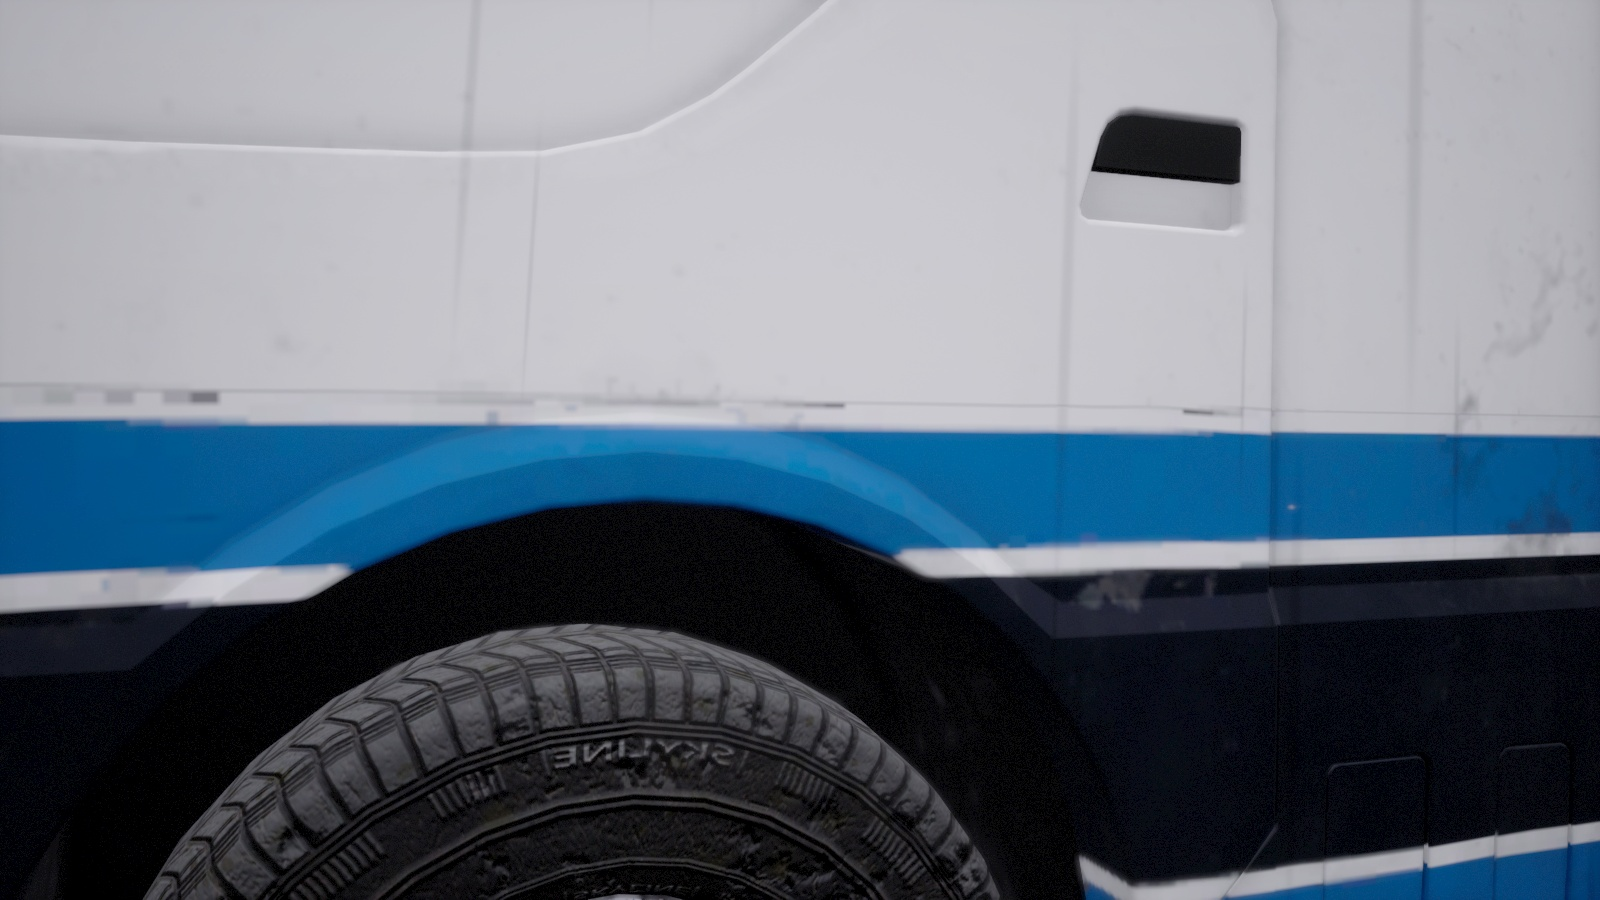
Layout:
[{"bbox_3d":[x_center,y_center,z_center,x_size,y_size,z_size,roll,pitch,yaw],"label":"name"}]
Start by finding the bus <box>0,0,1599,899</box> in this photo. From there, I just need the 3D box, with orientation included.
[{"bbox_3d":[2.054,-0.666,4.002,10.273,4.253,3.944,-1,1,-21],"label":"bus"}]
